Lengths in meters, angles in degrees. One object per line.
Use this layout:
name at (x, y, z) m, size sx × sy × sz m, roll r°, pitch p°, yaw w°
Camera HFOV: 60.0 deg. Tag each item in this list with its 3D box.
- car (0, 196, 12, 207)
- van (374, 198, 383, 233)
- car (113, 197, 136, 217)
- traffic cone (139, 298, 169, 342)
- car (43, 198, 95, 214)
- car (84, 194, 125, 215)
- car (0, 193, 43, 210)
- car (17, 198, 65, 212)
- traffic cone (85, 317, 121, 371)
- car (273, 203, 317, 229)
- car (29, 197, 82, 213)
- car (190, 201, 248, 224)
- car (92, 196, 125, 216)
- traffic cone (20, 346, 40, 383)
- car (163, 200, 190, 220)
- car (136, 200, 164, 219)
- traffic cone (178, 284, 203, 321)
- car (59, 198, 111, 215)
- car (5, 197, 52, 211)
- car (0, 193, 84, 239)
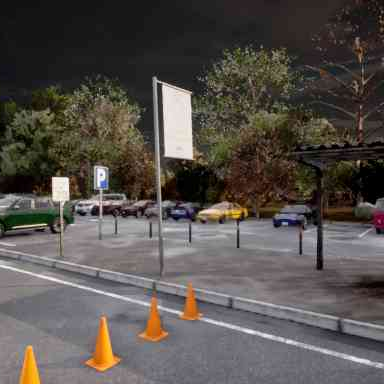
car at (-29.182, 1.332, 47.825) m, size 1.946 × 1.575 × 5.366 m, roll 1°, pitch 0°, yaw 35°
van at (11.642, 1.263, 19.012) m, size 1.878 × 1.987 × 4.442 m, roll 0°, pitch 0°, yaw 35°
car at (-4.311, 1.469, 30.102) m, size 2.097 × 1.535 × 5.008 m, roll 0°, pitch 0°, yaw 35°
traffic cone at (-0.596, 1.957, 5.207) m, size 0.340 × 0.580 × 0.340 m, roll 0°, pitch 0°, yaw 35°
car at (-13.398, 1.454, 36.484) m, size 2.097 × 1.535 × 5.008 m, roll 0°, pitch 0°, yaw 35°
car at (-8.871, 1.212, 33.269) m, size 2.435 × 2.045 × 5.566 m, roll 0°, pitch 0°, yaw 35°
car at (-22.494, 1.153, 42.856) m, size 2.435 × 2.045 × 5.566 m, roll 0°, pitch 0°, yaw 35°
car at (-17.950, 1.468, 39.658) m, size 2.163 × 1.488 × 4.792 m, roll 0°, pitch 0°, yaw 35°
traffic cone at (-1.171, 1.957, 4.391) m, size 0.340 × 0.580 × 0.340 m, roll 0°, pitch 0°, yaw 35°
car at (7.019, 1.513, 22.088) m, size 2.163 × 1.488 × 4.792 m, roll 0°, pitch 0°, yaw 35°
car at (-15.560, 1.444, 38.237) m, size 1.946 × 1.575 × 5.366 m, roll 0°, pitch 0°, yaw 35°
car at (2.388, 1.475, 25.155) m, size 1.946 × 1.575 × 5.366 m, roll 0°, pitch 0°, yaw 35°
car at (-6.581, 1.466, 31.700) m, size 2.097 × 1.535 × 5.008 m, roll 0°, pitch 0°, yaw 35°
traffic cone at (-1.747, 1.957, 3.575) m, size 0.340 × 0.580 × 0.340 m, roll 0°, pitch 0°, yaw 35°
car at (0.242, 1.504, 26.927) m, size 2.163 × 1.488 × 4.792 m, roll 0°, pitch 0°, yaw 35°
car at (-2.040, 1.473, 28.506) m, size 2.231 × 1.521 × 4.892 m, roll 0°, pitch 0°, yaw 35°
traffic cone at (-0.020, 1.957, 6.023) m, size 0.340 × 0.580 × 0.340 m, roll 0°, pitch 0°, yaw 36°
car at (-11.127, 1.461, 34.885) m, size 2.231 × 1.521 × 4.892 m, roll 0°, pitch 0°, yaw 35°
car at (-20.193, 1.452, 41.307) m, size 2.163 × 1.488 × 4.792 m, roll 0°, pitch 0°, yaw 35°
car at (-8.876, 1.221, 17.280) m, size 2.435 × 2.045 × 5.566 m, roll 0°, pitch 0°, yaw 35°
